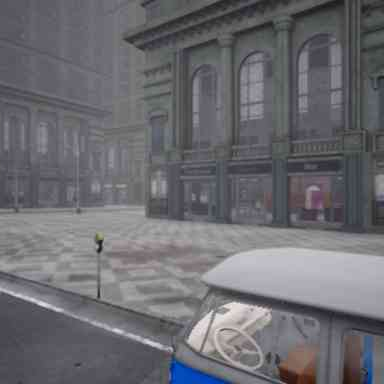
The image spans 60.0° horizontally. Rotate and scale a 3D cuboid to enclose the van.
[{"bbox_3d":[1.651,1.343,1.804,3.998,1.788,1.690,0,0,35],"label":"van"}]
